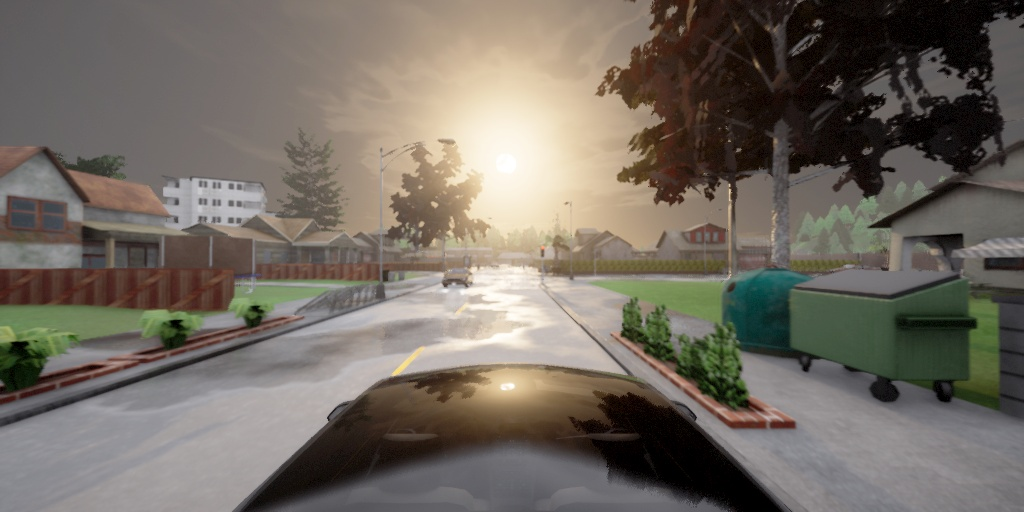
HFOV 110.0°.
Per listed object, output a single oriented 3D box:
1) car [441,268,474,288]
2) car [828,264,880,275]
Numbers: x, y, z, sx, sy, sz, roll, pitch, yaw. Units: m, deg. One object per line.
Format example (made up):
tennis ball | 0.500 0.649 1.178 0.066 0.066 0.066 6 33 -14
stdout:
car | -3.995 1.583 27.330 2.033 1.411 5.357 0 -1 0
car | 39.514 1.687 41.430 5.008 1.535 1.882 0 -1 0
